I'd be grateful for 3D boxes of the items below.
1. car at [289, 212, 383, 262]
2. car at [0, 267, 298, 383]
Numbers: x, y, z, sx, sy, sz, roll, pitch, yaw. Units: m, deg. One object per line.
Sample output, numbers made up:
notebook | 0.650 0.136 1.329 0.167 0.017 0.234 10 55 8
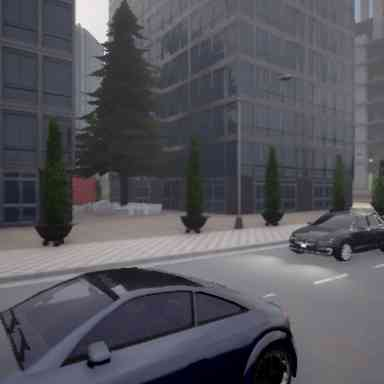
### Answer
car | 5.602 1.505 12.180 4.892 1.490 1.837 1 0 -35
car | -0.854 1.563 3.363 4.181 1.385 1.994 0 0 -35
